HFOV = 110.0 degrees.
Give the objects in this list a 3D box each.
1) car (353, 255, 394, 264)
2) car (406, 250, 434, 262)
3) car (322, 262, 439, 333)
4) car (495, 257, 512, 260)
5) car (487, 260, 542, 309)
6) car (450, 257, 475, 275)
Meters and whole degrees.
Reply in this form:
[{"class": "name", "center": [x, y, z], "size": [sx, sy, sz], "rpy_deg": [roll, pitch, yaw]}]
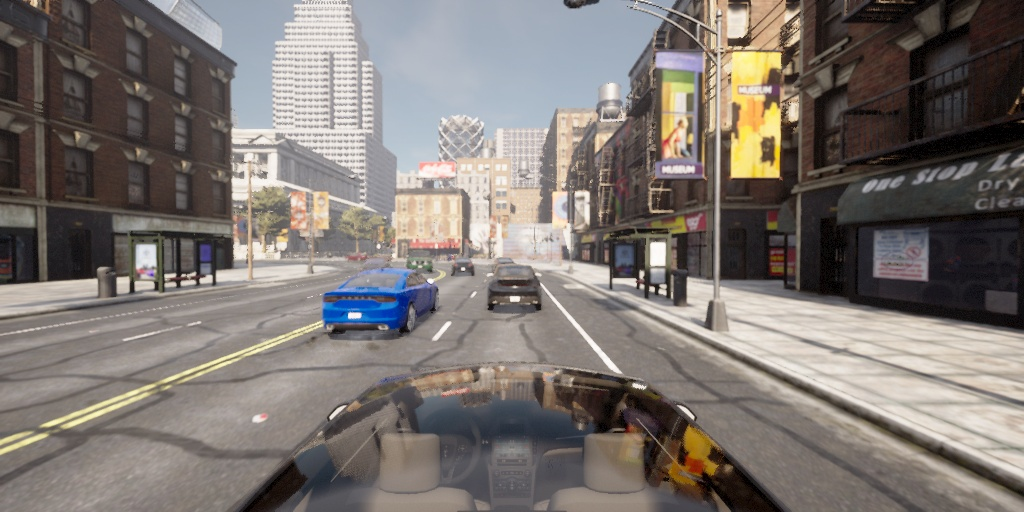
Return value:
[{"class": "car", "center": [-11.169, 0.859, 29.703], "size": [2.033, 1.411, 5.357], "rpy_deg": [0, 1, -10]}, {"class": "car", "center": [-8.263, 0.493, 32.308], "size": [2.150, 2.045, 5.566], "rpy_deg": [0, 1, -14]}, {"class": "car", "center": [-3.408, 1.094, 10.223], "size": [1.882, 1.535, 5.008], "rpy_deg": [0, 1, 0]}, {"class": "car", "center": [-0.766, 0.821, 30.766], "size": [1.812, 1.442, 4.674], "rpy_deg": [0, 1, -9]}, {"class": "car", "center": [0.089, 1.067, 13.712], "size": [1.837, 1.490, 4.892], "rpy_deg": [0, 1, 0]}, {"class": "car", "center": [-4.275, 0.821, 30.762], "size": [1.812, 1.442, 4.674], "rpy_deg": [0, 1, -10]}]
